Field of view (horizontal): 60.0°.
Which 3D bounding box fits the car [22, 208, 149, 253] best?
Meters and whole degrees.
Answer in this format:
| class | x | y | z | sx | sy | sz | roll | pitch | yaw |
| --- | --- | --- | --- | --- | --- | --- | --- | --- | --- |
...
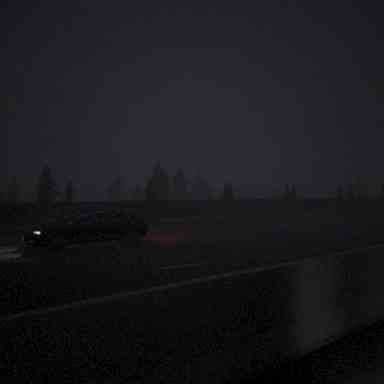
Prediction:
| class | x | y | z | sx | sy | sz | roll | pitch | yaw |
| --- | --- | --- | --- | --- | --- | --- | --- | --- | --- |
| car | -4.149 | 1.442 | 13.557 | 4.902 | 1.511 | 2.128 | 0 | 0 | -32 |
